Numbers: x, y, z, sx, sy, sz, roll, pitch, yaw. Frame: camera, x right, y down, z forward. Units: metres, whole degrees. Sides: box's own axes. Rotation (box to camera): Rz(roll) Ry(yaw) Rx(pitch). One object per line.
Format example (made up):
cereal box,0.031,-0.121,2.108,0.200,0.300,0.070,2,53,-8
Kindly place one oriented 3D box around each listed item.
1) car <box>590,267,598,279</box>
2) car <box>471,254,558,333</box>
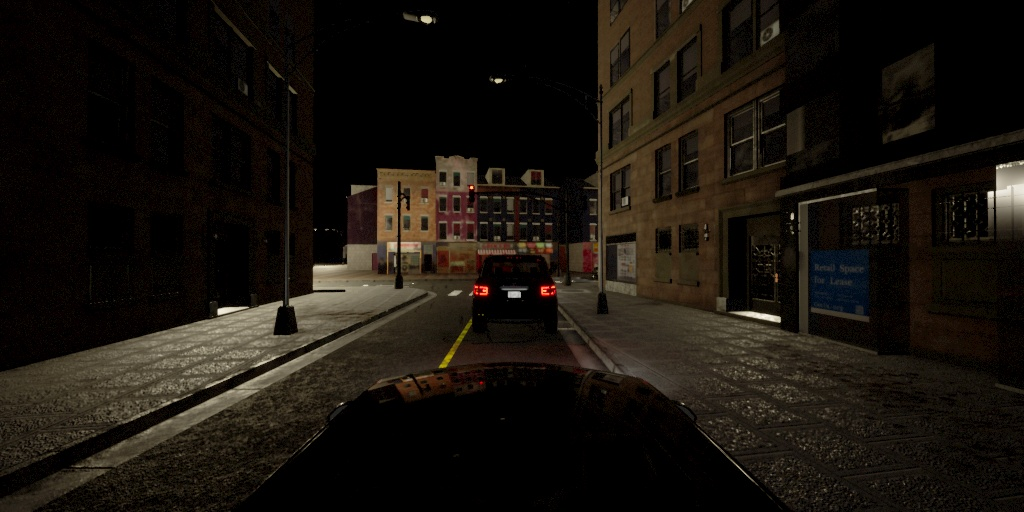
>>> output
car,8.889,1.089,29.869,4.553,1.767,2.097,0,0,-10
car,0.097,0.972,10.864,2.150,2.045,5.566,0,0,1
